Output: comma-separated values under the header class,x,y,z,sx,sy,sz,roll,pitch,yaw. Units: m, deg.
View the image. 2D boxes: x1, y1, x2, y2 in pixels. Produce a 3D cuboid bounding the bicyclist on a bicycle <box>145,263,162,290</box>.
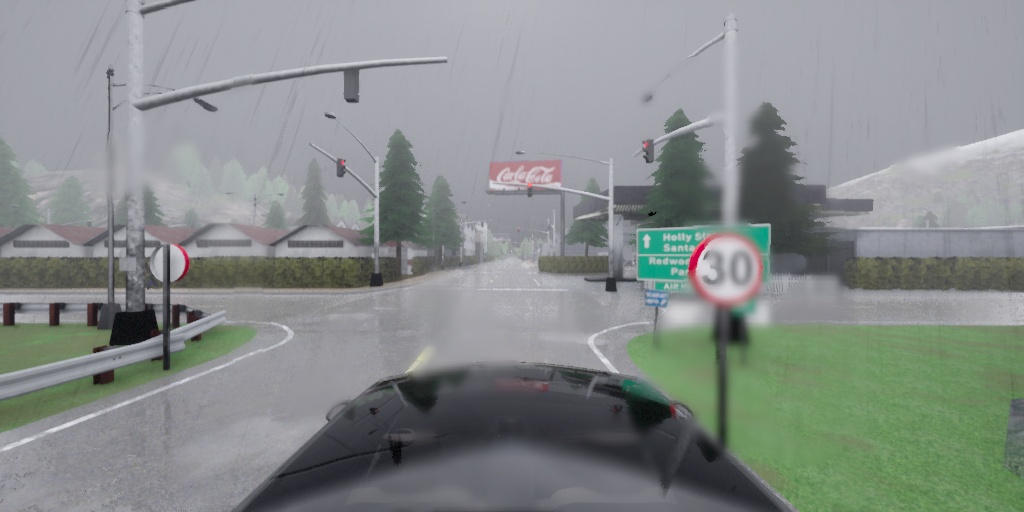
class,x,y,z,sx,sy,sz,roll,pitch,yaw
bicyclist on a bicycle,-21.677,1.236,21.354,0.582,1.620,1.656,0,0,1
